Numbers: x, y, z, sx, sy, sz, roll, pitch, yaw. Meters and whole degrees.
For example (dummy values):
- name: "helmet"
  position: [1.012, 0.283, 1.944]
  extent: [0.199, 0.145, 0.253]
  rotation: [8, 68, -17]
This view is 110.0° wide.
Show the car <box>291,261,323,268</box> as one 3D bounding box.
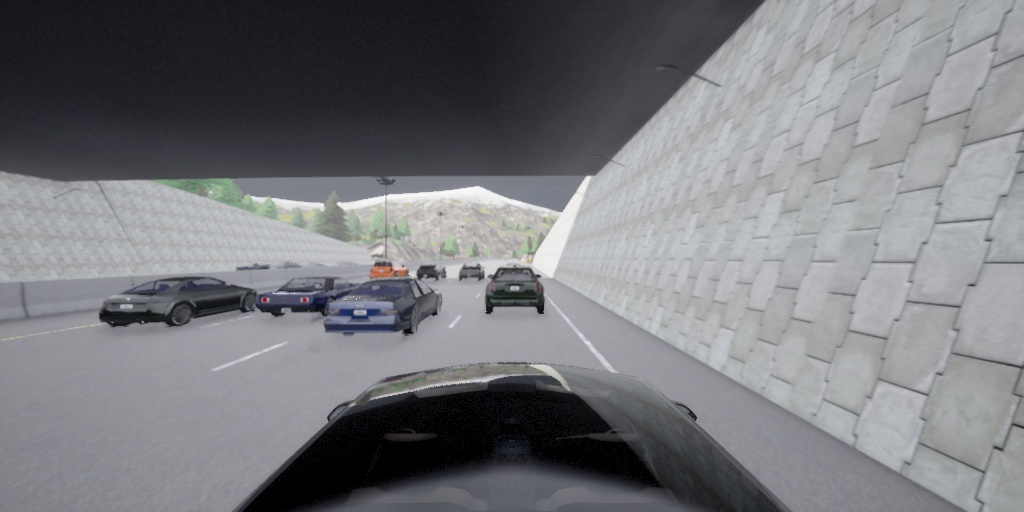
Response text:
- name: "car"
  position: [-24.554, 1.442, 44.061]
  extent: [1.994, 1.385, 4.181]
  rotation: [0, 0, 0]

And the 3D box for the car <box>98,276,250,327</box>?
- name: "car"
  position: [-10.400, 1.344, 11.678]
  extent: [1.994, 1.385, 4.181]
  rotation: [0, 0, 0]

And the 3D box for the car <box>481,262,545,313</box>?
- name: "car"
  position: [0.101, 1.140, 14.380]
  extent: [2.097, 1.767, 4.553]
  rotation: [0, 0, 0]

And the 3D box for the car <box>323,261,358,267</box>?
- name: "car"
  position: [-21.056, 1.358, 44.839]
  extent: [1.882, 1.535, 5.008]
  rotation: [0, 0, 0]

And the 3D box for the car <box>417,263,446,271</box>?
- name: "car"
  position: [-6.883, 1.343, 30.917]
  extent: [1.837, 1.490, 4.892]
  rotation: [0, 0, 0]

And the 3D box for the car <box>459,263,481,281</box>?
- name: "car"
  position: [-3.384, 1.329, 30.853]
  extent: [2.128, 1.511, 4.902]
  rotation: [0, 0, 0]

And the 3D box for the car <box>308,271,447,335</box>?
- name: "car"
  position: [-3.400, 1.324, 10.543]
  extent: [2.033, 1.411, 5.357]
  rotation: [0, 0, 0]

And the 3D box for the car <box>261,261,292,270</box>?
- name: "car"
  position: [-28.054, 1.369, 44.402]
  extent: [2.128, 1.511, 4.902]
  rotation: [0, 0, 0]

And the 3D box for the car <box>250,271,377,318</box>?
- name: "car"
  position: [-6.899, 1.385, 13.191]
  extent: [1.895, 1.301, 4.718]
  rotation: [0, 0, 0]

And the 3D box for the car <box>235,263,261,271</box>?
- name: "car"
  position: [-31.552, 1.479, 44.204]
  extent: [1.895, 1.301, 4.718]
  rotation: [0, 0, 0]

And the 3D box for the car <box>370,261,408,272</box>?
- name: "car"
  position: [-10.384, 1.189, 30.585]
  extent: [2.097, 1.767, 4.553]
  rotation: [0, 0, 0]
